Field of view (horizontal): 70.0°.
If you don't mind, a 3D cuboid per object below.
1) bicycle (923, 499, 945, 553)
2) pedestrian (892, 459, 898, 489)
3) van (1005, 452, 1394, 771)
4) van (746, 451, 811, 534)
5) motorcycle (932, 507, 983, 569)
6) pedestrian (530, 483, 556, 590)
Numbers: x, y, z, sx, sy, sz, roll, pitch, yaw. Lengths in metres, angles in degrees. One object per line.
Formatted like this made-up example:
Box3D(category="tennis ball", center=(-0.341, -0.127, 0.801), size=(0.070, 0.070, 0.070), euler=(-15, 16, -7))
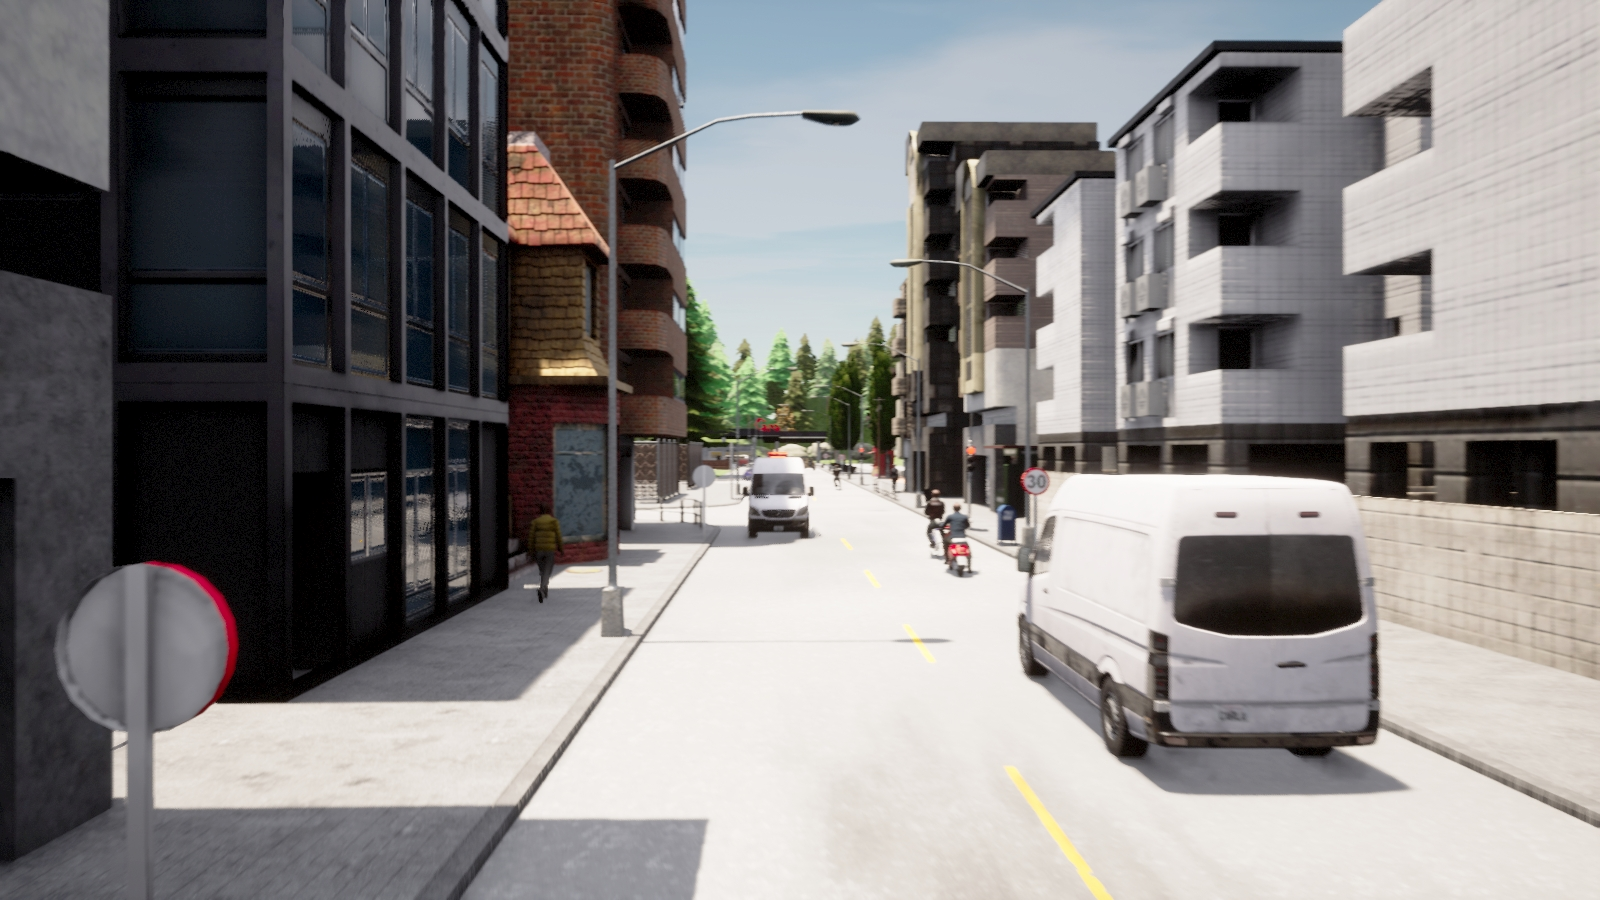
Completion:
Box3D(category="bicycle", center=(3.465, 1.937, 29.620), size=(0.329, 1.271, 1.835), euler=(0, 0, -1))
Box3D(category="pedestrian", center=(5.960, 1.518, 71.898), size=(0.375, 1.860, 0.375), euler=(0, 0, 4))
Box3D(category="van", center=(3.773, 1.312, 12.226), size=(1.988, 2.561, 5.915), euler=(0, 0, -1))
Box3D(category="van", center=(-0.724, 1.315, 38.140), size=(1.988, 2.561, 5.915), euler=(0, 0, -1))
Box3D(category="motorcycle", center=(3.529, 1.959, 25.746), size=(0.856, 1.236, 1.805), euler=(0, 0, -1))
Box3D(category="pedestrian", center=(-4.557, 1.528, 20.254), size=(0.375, 1.860, 0.375), euler=(0, 0, -1))
